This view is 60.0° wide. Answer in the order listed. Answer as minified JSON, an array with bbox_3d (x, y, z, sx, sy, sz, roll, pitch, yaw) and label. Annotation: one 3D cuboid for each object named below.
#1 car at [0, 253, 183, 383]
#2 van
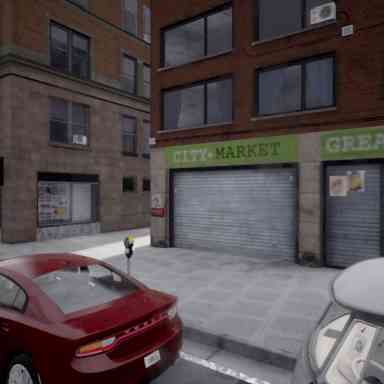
[{"bbox_3d":[-2.214,1.544,4.653,4.507,1.381,1.887,0,0,35],"label":"car"},{"bbox_3d":[2.395,1.341,1.367,3.998,1.788,1.690,0,0,35],"label":"van"}]
